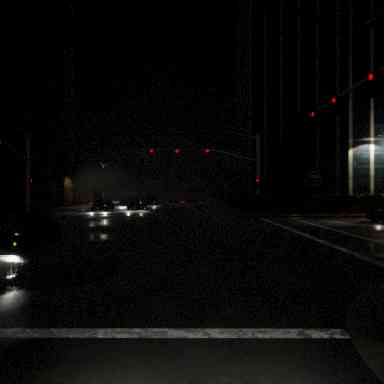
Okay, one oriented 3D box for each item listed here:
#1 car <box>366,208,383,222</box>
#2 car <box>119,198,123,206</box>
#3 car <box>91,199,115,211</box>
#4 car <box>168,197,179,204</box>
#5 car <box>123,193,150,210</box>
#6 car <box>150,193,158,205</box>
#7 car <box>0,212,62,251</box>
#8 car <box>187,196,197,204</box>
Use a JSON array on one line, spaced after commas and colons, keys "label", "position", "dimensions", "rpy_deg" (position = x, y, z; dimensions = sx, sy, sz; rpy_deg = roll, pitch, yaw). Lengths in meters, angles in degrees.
[{"label": "car", "position": [15.459, 1.478, 24.352], "dimensions": [5.008, 1.535, 1.882], "rpy_deg": [0, 0, -1]}, {"label": "car", "position": [-10.633, 1.491, 54.818], "dimensions": [2.128, 1.511, 4.902], "rpy_deg": [0, 0, 0]}, {"label": "car", "position": [-10.619, 1.526, 39.912], "dimensions": [1.812, 1.442, 4.674], "rpy_deg": [0, 0, 0]}, {"label": "car", "position": [-3.566, 1.601, 65.546], "dimensions": [1.895, 1.301, 4.718], "rpy_deg": [0, 0, 0]}, {"label": "car", "position": [-7.141, 1.352, 43.421], "dimensions": [2.097, 1.767, 4.553], "rpy_deg": [0, 0, 0]}, {"label": "car", "position": [-7.123, 1.221, 57.662], "dimensions": [2.150, 2.045, 5.566], "rpy_deg": [0, 0, 0]}, {"label": "car", "position": [-7.111, 1.564, 13.973], "dimensions": [1.994, 1.385, 4.181], "rpy_deg": [0, 0, 0]}, {"label": "car", "position": [-0.065, 1.526, 64.979], "dimensions": [1.812, 1.442, 4.674], "rpy_deg": [0, 0, 0]}]
